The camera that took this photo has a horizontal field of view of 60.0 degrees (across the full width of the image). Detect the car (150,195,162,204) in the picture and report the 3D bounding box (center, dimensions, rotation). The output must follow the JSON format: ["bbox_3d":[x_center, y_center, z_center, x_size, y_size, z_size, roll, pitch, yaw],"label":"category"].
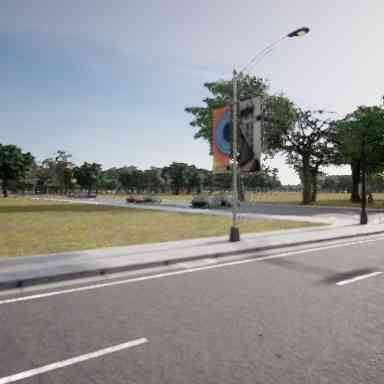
[{"bbox_3d":[-7.280,1.367,60.583,2.128,1.511,4.902,0,0,-36],"label":"car"}]

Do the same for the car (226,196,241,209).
[{"bbox_3d":[4.414,1.265,44.376,2.097,1.767,4.553,0,0,-36],"label":"car"}]

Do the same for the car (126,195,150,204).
[{"bbox_3d":[-9.911,1.359,58.675,1.882,1.535,5.008,0,0,-36],"label":"car"}]

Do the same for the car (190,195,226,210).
[{"bbox_3d":[1.763,1.266,42.493,2.097,1.767,4.553,0,0,-36],"label":"car"}]
